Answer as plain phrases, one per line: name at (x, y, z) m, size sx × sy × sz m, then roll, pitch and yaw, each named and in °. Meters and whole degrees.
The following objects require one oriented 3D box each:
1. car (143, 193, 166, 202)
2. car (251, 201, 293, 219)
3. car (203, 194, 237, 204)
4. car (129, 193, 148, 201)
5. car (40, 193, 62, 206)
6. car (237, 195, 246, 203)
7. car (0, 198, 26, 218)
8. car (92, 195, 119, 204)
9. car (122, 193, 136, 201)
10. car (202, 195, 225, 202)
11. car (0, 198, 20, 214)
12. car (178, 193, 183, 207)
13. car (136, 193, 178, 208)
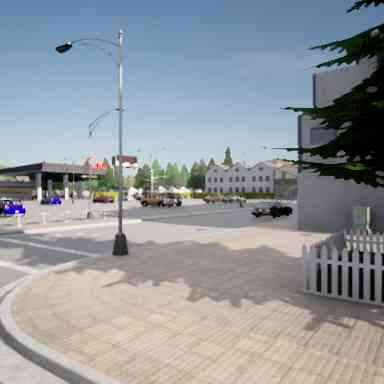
car at (-7.789, 1.093, 68.477) m, size 4.605 × 1.855 × 1.932 m, roll 0°, pitch 0°, yaw 36°
car at (7.091, 1.531, 29.234) m, size 2.033 × 1.411 × 5.357 m, roll 0°, pitch 0°, yaw 36°
car at (4.408, 1.151, 55.700) m, size 5.027 × 1.636 × 2.152 m, roll 0°, pitch 0°, yaw 36°
car at (-12.211, 1.071, 75.768) m, size 3.866 × 1.878 × 1.905 m, roll 0°, pitch 0°, yaw 36°
car at (-21.624, 1.315, 50.781) m, size 3.633 × 1.501 × 1.845 m, roll 0°, pitch 0°, yaw 36°
car at (7.927, 1.229, 61.076) m, size 3.806 × 1.475 × 1.970 m, roll 0°, pitch 0°, yaw 36°
car at (-15.567, 1.371, 27.835) m, size 3.633 × 1.501 × 1.845 m, roll 0°, pitch 0°, yaw 36°
car at (-15.703, 1.293, 58.831) m, size 4.514 × 1.523 × 2.007 m, roll 0°, pitch 0°, yaw 36°
car at (-14.663, 1.355, 73.442) m, size 3.806 × 1.475 × 1.970 m, roll 0°, pitch 0°, yaw 36°
car at (4.389, 1.294, 68.188) m, size 4.514 × 1.523 × 2.007 m, roll 0°, pitch 0°, yaw 36°
car at (-19.808, 1.381, 34.615) m, size 3.806 × 1.475 × 1.970 m, roll 0°, pitch 0°, yaw 36°
car at (-3.129, 1.074, 45.361) m, size 3.866 × 1.878 × 1.905 m, roll 0°, pitch 0°, yaw 36°
car at (-4.508, 1.095, 42.771) m, size 4.605 × 1.855 × 1.932 m, roll 0°, pitch 0°, yaw 36°
